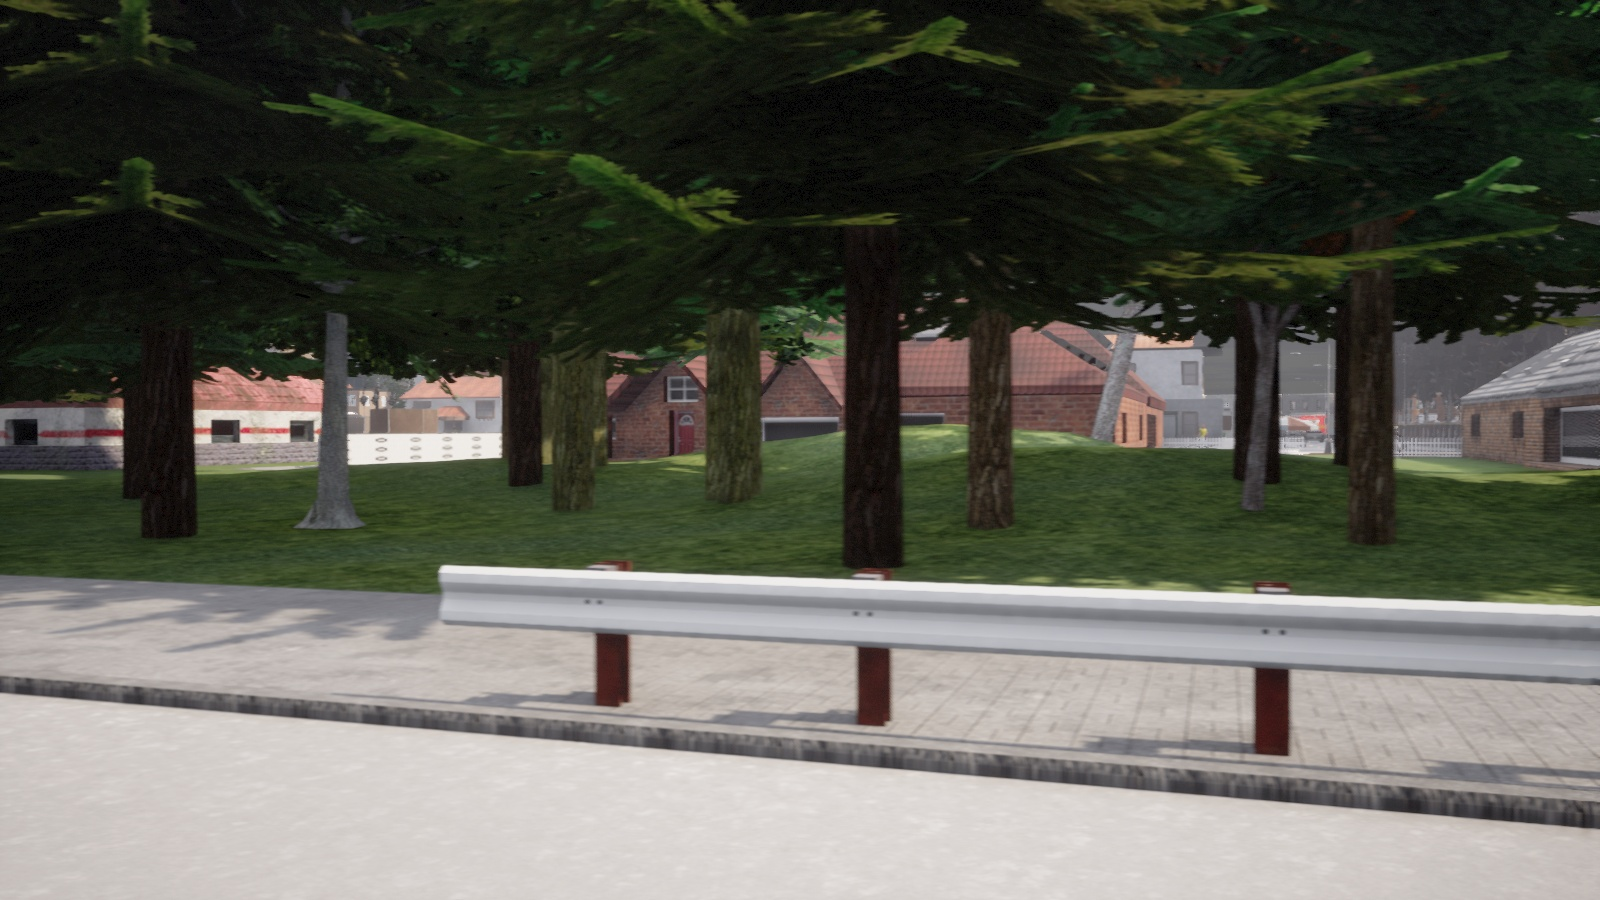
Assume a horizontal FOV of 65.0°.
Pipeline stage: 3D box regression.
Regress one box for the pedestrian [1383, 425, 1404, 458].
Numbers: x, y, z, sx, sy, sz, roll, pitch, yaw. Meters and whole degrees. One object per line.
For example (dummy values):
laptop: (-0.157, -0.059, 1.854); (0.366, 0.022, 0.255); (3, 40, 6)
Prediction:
pedestrian: (33.186, -0.472, 70.199); (0.900, 1.855, 0.874); (0, 1, 17)
